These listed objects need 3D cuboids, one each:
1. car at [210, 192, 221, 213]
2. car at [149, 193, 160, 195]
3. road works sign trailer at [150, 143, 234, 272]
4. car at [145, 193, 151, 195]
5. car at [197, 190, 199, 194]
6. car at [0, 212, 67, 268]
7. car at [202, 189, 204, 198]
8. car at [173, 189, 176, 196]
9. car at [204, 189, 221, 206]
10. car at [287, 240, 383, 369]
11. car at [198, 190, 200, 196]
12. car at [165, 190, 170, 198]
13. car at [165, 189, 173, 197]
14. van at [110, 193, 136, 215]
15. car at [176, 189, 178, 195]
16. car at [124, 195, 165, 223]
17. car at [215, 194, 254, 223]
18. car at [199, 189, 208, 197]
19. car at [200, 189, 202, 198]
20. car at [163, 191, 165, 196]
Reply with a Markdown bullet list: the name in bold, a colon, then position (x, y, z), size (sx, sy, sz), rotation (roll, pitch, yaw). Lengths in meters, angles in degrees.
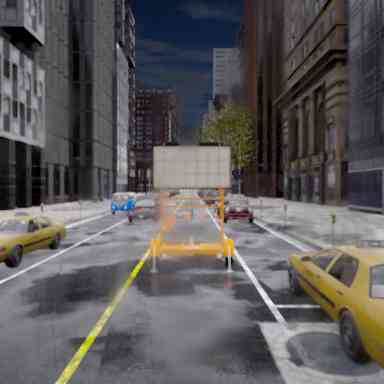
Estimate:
- **car**: position (2.859, 1.042, 27.878), size (1.967, 1.590, 4.097), rotation (0, 1, 0)
- **car**: position (-5.667, 0.828, 44.809), size (1.967, 1.590, 4.097), rotation (0, 1, 0)
- **road works sign trailer**: position (0.000, 0.313, 10.168), size (2.380, 3.560, 2.880), rotation (0, 1, 0)
- **car**: position (-5.667, 1.093, 33.533), size (1.947, 1.339, 4.313), rotation (0, 1, 0)
- **car**: position (2.857, 0.558, 78.631), size (1.947, 1.339, 4.313), rotation (0, 1, 0)
- **car**: position (-5.667, 1.366, 10.772), size (1.752, 1.417, 4.829), rotation (0, 1, 1)
- **car**: position (2.858, 0.703, 44.794), size (2.192, 1.841, 5.009), rotation (0, 1, 0)
- **car**: position (-5.669, 0.307, 78.638), size (2.192, 1.841, 5.009), rotation (0, 1, 0)
- **car**: position (2.858, 0.772, 39.155), size (2.192, 1.841, 5.009), rotation (0, 1, 0)
- **car**: position (2.866, 1.442, 5.527), size (1.752, 1.417, 4.829), rotation (0, 1, 1)
- **car**: position (2.857, 0.633, 72.993), size (1.802, 1.307, 4.206), rotation (0, 1, 0)
- **car**: position (-5.667, 0.764, 61.727), size (1.802, 1.307, 4.206), rotation (0, 1, 0)
- **car**: position (-5.668, 0.578, 72.833), size (1.752, 1.417, 4.829), rotation (0, 1, 0)
- **van**: position (-5.666, 0.942, 27.892), size (1.690, 1.788, 3.998), rotation (0, 1, 0)
- **car**: position (-5.669, 0.193, 89.916), size (2.192, 1.841, 5.009), rotation (0, 1, 0)
- **car**: position (-3.099, 1.197, 22.647), size (1.812, 1.442, 4.674), rotation (0, 1, 0)
- **car**: position (2.859, 1.118, 22.240), size (1.967, 1.590, 4.097), rotation (0, 1, 0)
- **car**: position (2.857, 0.250, 84.268), size (2.192, 1.841, 5.009), rotation (0, 1, 0)
- **car**: position (2.858, 0.691, 56.074), size (1.967, 1.590, 4.097), rotation (0, 1, 0)
- **car**: position (-5.667, 0.864, 50.449), size (1.887, 1.381, 4.507), rotation (0, 1, 0)
